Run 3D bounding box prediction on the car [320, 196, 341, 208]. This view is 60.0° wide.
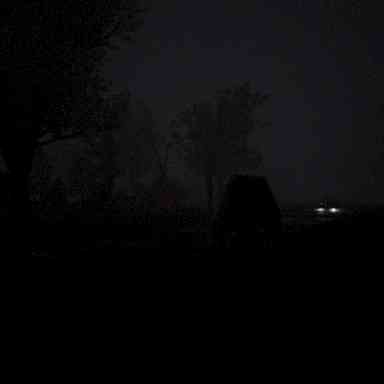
[{"bbox_3d":[18.497,1.371,44.458,1.837,1.490,4.892,-2,-1,36],"label":"car"}]
